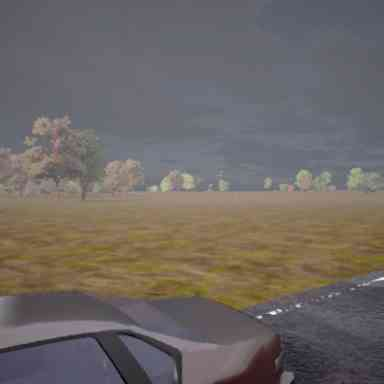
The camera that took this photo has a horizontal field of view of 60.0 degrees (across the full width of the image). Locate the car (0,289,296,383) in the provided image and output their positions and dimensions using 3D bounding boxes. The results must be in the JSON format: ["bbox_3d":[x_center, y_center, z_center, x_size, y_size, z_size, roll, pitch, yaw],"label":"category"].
[{"bbox_3d":[-1.612,1.548,2.223,5.357,1.411,2.033,0,0,-35],"label":"car"}]
